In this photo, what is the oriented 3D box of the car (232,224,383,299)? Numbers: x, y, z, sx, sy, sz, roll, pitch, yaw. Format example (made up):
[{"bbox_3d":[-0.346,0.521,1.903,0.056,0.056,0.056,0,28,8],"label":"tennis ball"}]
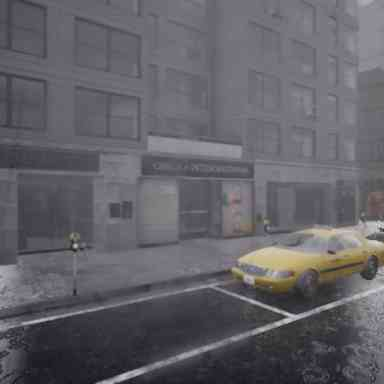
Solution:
[{"bbox_3d":[3.171,1.541,8.457,4.829,1.417,1.752,0,0,-36],"label":"car"}]
